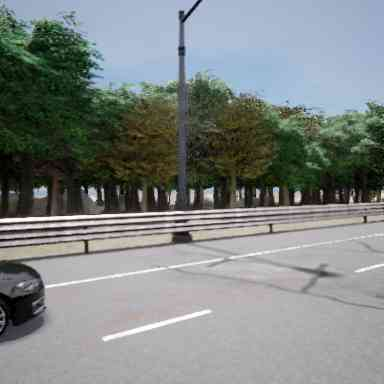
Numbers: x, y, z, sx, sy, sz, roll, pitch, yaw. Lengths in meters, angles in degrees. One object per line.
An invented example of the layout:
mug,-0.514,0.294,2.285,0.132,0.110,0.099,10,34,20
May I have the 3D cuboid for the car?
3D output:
car,-4.739,1.494,4.662,4.902,1.511,2.128,0,0,-36
